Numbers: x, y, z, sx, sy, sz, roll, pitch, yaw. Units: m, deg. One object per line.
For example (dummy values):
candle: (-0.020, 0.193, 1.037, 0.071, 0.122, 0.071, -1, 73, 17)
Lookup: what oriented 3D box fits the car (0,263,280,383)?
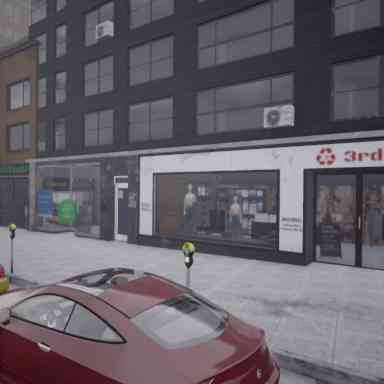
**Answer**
car: (-1.118, 1.581, 3.866, 4.206, 1.307, 1.802, 0, 1, 35)
